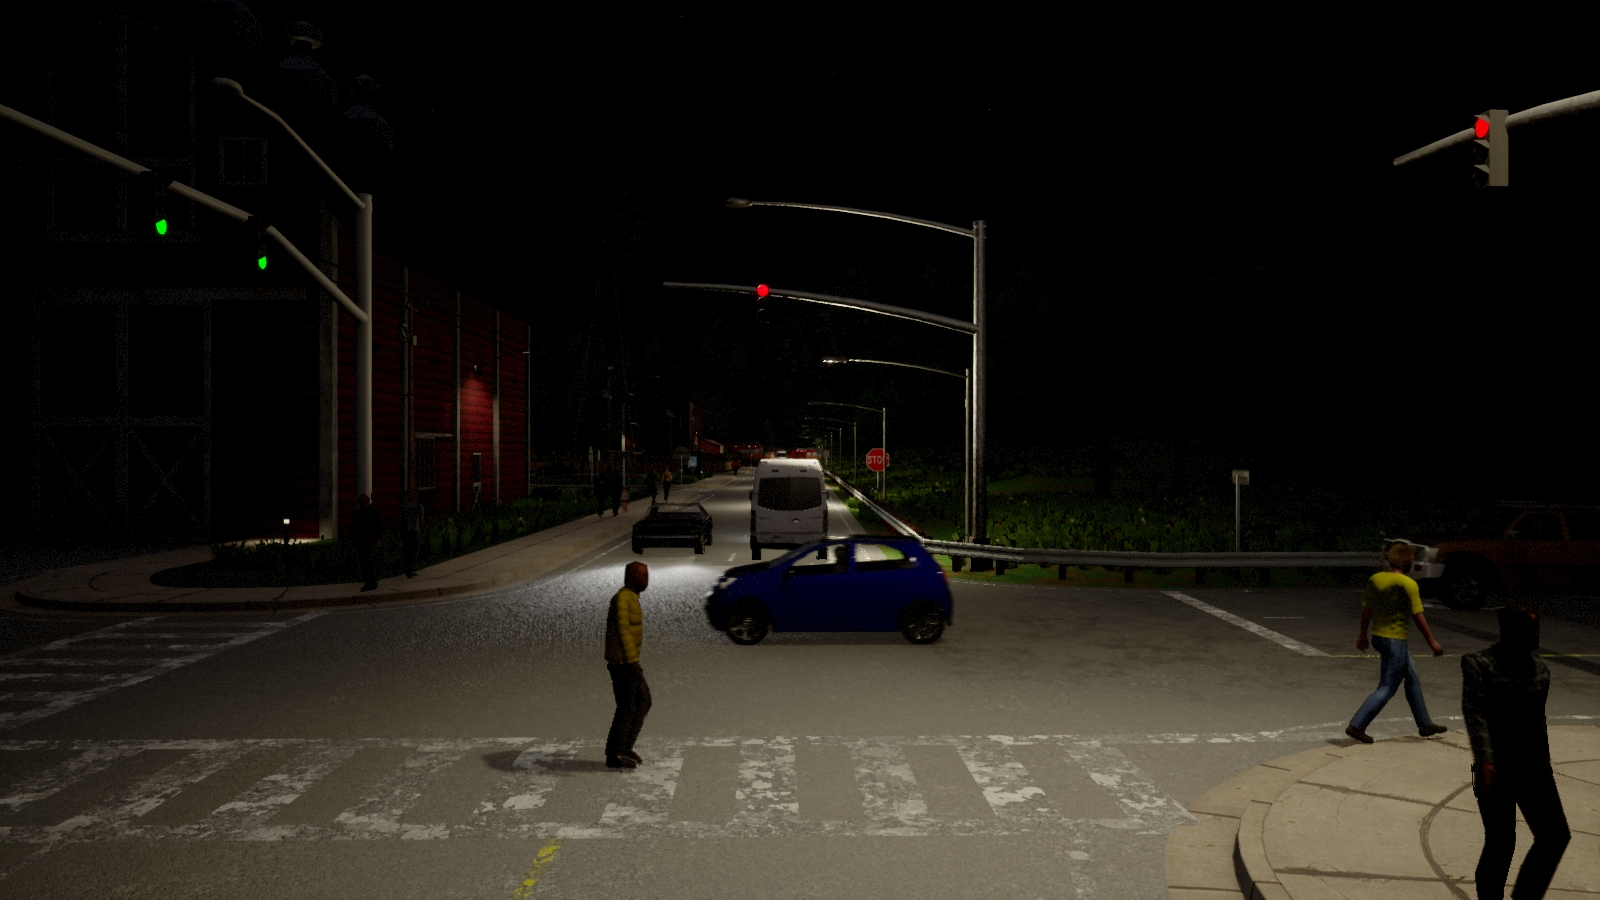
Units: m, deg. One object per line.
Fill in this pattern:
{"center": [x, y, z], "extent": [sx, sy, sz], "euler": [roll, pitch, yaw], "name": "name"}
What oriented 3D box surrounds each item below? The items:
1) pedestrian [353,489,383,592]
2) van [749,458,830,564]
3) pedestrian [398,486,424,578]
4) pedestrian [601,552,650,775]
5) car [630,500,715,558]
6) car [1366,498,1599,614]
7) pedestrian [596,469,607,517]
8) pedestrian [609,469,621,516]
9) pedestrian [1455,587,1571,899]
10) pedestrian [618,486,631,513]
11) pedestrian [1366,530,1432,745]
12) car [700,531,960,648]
{"center": [-7.956, 1.661, 21.063], "extent": [0.375, 1.860, 0.375], "euler": [0, 0, 11], "name": "pedestrian"}
{"center": [-0.294, 1.515, 31.041], "extent": [1.988, 2.561, 5.915], "euler": [0, 0, -1], "name": "van"}
{"center": [-7.986, 1.677, 23.454], "extent": [0.375, 1.860, 0.375], "euler": [0, 0, 7], "name": "pedestrian"}
{"center": [-1.506, 1.830, 9.896], "extent": [0.375, 1.860, 0.375], "euler": [0, 0, -1], "name": "pedestrian"}
{"center": [-3.455, 2.136, 31.771], "extent": [1.895, 1.301, 4.718], "euler": [0, 0, 0], "name": "car"}
{"center": [12.806, 1.825, 20.219], "extent": [4.605, 1.855, 1.932], "euler": [0, 0, 5], "name": "car"}
{"center": [-7.677, 1.670, 44.238], "extent": [0.375, 1.860, 0.375], "euler": [0, 0, -1], "name": "pedestrian"}
{"center": [-7.289, 1.668, 45.020], "extent": [0.375, 1.860, 0.375], "euler": [0, 0, 13], "name": "pedestrian"}
{"center": [3.825, 1.691, 6.145], "extent": [0.375, 1.860, 0.375], "euler": [0, 0, -8], "name": "pedestrian"}
{"center": [-7.279, 2.048, 47.365], "extent": [0.500, 1.100, 0.500], "euler": [0, 0, -3], "name": "pedestrian"}
{"center": [5.382, 1.668, 10.275], "extent": [0.375, 1.860, 0.375], "euler": [0, 0, -7], "name": "pedestrian"}
{"center": [0.407, 2.016, 16.945], "extent": [3.633, 1.501, 1.845], "euler": [0, 0, -1], "name": "car"}
